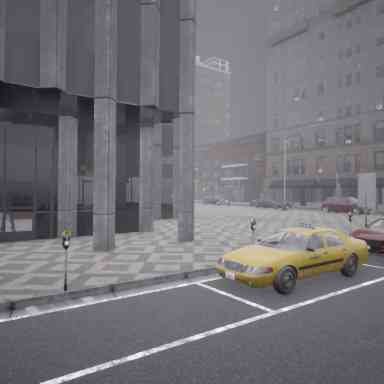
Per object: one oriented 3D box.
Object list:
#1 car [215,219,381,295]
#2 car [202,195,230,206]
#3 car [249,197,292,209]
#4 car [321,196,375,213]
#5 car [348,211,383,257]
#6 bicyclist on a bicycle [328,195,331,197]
[{"bbox_3d":[2.803,1.527,8.755,4.829,1.417,1.752,0,1,-36],"label":"car"},{"bbox_3d":[3.391,1.161,47.060,2.128,1.511,4.902,1,0,-35],"label":"car"},{"bbox_3d":[9.065,1.307,38.992,2.033,1.411,5.357,1,0,-36],"label":"car"},{"bbox_3d":[14.578,1.198,31.177,2.097,1.767,4.553,1,0,-35],"label":"car"},{"bbox_3d":[7.520,1.547,12.121,4.507,1.381,1.887,0,1,-36],"label":"car"},{"bbox_3d":[16.342,1.159,39.501,1.656,1.620,0.582,0,0,-35],"label":"bicyclist on a bicycle"}]
